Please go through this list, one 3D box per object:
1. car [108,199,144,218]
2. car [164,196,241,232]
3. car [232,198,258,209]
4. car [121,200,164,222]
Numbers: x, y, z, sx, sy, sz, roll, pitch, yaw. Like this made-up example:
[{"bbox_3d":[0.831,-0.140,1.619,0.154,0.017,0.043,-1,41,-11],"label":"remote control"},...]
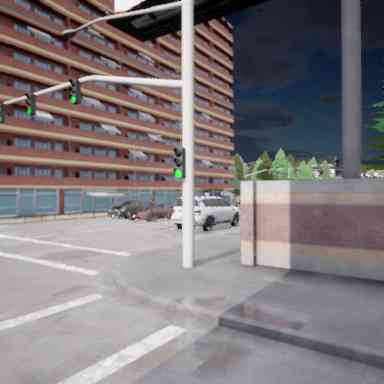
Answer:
[{"bbox_3d":[-5.406,1.456,30.091,2.097,1.767,4.553,0,0,35],"label":"car"},{"bbox_3d":[1.014,1.283,20.793,2.150,2.045,5.566,0,0,35],"label":"car"},{"bbox_3d":[7.836,1.669,48.820,1.994,1.385,4.181,0,0,36],"label":"car"},{"bbox_3d":[-3.298,1.651,27.003,1.994,1.385,4.181,0,0,35],"label":"car"}]
